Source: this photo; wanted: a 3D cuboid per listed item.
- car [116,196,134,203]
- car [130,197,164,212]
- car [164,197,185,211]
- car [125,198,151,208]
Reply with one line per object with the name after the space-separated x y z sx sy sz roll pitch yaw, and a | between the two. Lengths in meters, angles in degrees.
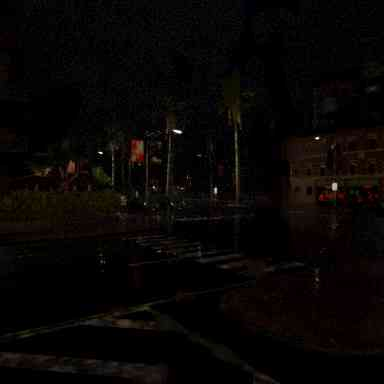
-13.861 1.522 68.716 1.812 1.442 4.674 0 0 -39 | car
-5.563 1.352 38.869 2.097 1.767 4.553 0 0 -35 | car
-2.729 1.352 40.929 2.097 1.767 4.553 0 0 -35 | car
-7.898 1.601 48.287 1.895 1.301 4.718 0 0 -35 | car
